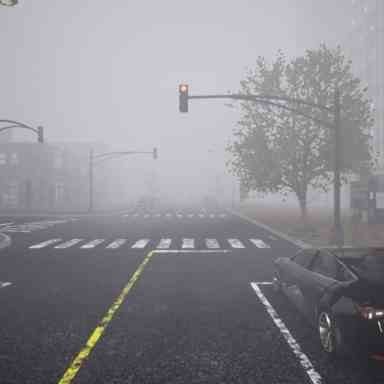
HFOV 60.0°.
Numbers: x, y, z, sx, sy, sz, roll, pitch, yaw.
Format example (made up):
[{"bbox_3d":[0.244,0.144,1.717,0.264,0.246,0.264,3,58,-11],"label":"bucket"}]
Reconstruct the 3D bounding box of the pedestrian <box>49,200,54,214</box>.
[{"bbox_3d":[-12.776,1.319,30.243,0.375,1.300,0.375,0,-1,-1],"label":"pedestrian"}]

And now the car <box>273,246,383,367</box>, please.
[{"bbox_3d":[2.689,1.566,5.778,1.947,1.339,4.313,0,0,0],"label":"car"}]

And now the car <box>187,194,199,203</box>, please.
[{"bbox_3d":[0.030,1.570,69.546,1.994,1.385,4.181,0,0,1],"label":"car"}]

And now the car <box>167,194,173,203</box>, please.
[{"bbox_3d":[-5.751,1.532,71.382,1.752,1.417,4.829,0,0,0],"label":"car"}]

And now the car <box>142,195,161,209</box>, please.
[{"bbox_3d":[-5.725,1.318,43.797,2.192,1.841,5.009,0,0,0],"label":"car"}]

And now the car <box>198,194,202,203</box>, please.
[{"bbox_3d":[2.639,1.556,60.460,2.008,1.369,4.403,0,0,0],"label":"car"}]

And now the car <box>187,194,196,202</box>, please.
[{"bbox_3d":[-0.070,1.363,79.465,2.097,1.767,4.553,0,0,0],"label":"car"}]

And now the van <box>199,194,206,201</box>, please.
[{"bbox_3d":[2.621,1.349,82.664,1.690,1.788,3.998,0,0,0],"label":"van"}]

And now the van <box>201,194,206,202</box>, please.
[{"bbox_3d":[2.650,1.345,49.359,1.690,1.788,3.998,0,0,0],"label":"van"}]

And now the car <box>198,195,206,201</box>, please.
[{"bbox_3d":[2.614,1.535,88.385,1.752,1.417,4.829,0,0,0],"label":"car"}]

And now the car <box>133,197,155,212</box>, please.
[{"bbox_3d":[-5.721,1.585,38.246,1.802,1.307,4.206,0,0,0],"label":"car"}]

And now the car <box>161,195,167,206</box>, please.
[{"bbox_3d":[-5.736,1.555,54.899,2.008,1.369,4.403,0,0,0],"label":"car"}]

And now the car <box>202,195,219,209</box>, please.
[{"bbox_3d":[2.654,1.529,43.977,1.752,1.417,4.829,0,0,0],"label":"car"}]

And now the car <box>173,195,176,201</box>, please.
[{"bbox_3d":[-5.761,1.559,82.654,2.008,1.369,4.403,0,0,0],"label":"car"}]

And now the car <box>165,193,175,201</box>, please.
[{"bbox_3d":[-5.766,1.324,88.205,2.192,1.841,5.009,0,0,0],"label":"car"}]
